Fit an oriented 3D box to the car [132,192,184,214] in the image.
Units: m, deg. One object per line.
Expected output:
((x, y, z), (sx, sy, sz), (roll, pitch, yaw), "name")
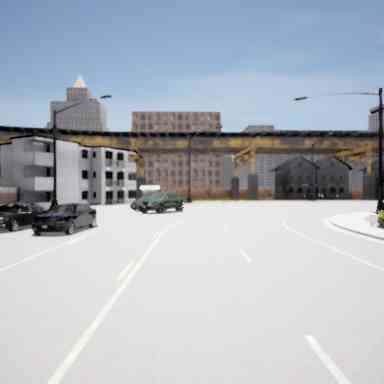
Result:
((-2.887, 0.997, 32.231), (2.150, 2.045, 5.566), (0, 0, 30), "car")

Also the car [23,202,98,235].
((-6.786, 1.366, 18.212), (1.882, 1.535, 5.008), (0, 0, 4), "car")

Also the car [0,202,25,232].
((-10.191, 1.397, 19.283), (1.837, 1.490, 4.892), (0, 0, 5), "car")

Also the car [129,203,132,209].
((-4.688, 1.260, 36.103), (1.837, 1.490, 4.892), (0, 0, 33), "car")
